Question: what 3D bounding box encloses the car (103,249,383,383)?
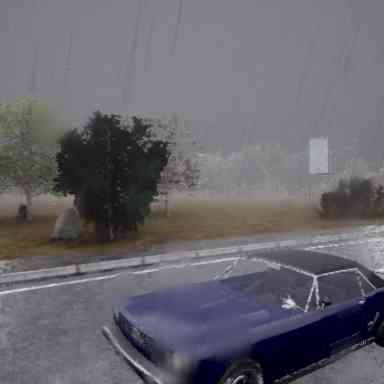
[{"bbox_3d":[1.253,1.592,4.737,4.718,1.301,1.895,0,0,-34],"label":"car"}]
